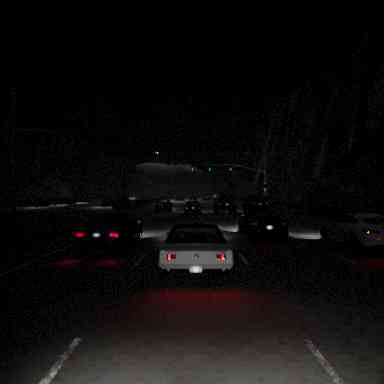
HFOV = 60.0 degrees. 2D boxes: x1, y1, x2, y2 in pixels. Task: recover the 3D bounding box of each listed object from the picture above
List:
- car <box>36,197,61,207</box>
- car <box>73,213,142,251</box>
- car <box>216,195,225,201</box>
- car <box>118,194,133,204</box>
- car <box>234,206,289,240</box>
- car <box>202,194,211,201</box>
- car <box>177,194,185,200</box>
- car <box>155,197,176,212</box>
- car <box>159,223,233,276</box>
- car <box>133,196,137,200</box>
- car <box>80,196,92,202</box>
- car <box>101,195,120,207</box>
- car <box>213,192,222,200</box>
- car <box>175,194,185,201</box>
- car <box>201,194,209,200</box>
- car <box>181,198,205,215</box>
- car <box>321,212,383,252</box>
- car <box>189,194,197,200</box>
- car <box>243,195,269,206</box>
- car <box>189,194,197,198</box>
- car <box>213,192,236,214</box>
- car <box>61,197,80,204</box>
[{"bbox_3d":[-24.491,1.636,56.190,1.882,1.535,5.008,0,0,0],"label":"car"},{"bbox_3d":[-3.401,1.600,14.344,2.033,1.411,5.357,0,0,0],"label":"car"},{"bbox_3d":[7.230,1.543,84.881,2.033,1.411,5.357,0,1,0],"label":"car"},{"bbox_3d":[-13.916,1.367,66.233,2.150,2.045,5.566,0,0,0],"label":"car"},{"bbox_3d":[3.600,1.628,17.428,1.994,1.385,4.181,0,0,0],"label":"car"},{"bbox_3d":[3.729,1.523,84.724,2.128,1.511,4.902,0,1,0],"label":"car"},{"bbox_3d":[-3.190,1.377,95.197,1.994,1.385,4.181,0,1,0],"label":"car"},{"bbox_3d":[-3.399,1.637,40.624,2.128,1.511,4.902,0,0,0],"label":"car"},{"bbox_3d":[0.101,1.639,10.461,1.895,1.301,4.718,0,0,0],"label":"car"},{"bbox_3d":[-13.836,1.610,76.412,1.812,1.442,4.674,0,0,0],"label":"car"},{"bbox_3d":[-24.340,1.642,75.944,1.994,1.385,4.181,0,0,0],"label":"car"},{"bbox_3d":[-13.991,1.665,56.138,1.837,1.490,4.892,0,0,0],"label":"car"},{"bbox_3d":[7.310,1.094,95.138,2.150,2.045,5.566,0,1,0],"label":"car"},{"bbox_3d":[-3.271,1.475,84.773,1.882,1.535,5.008,0,1,0],"label":"car"},{"bbox_3d":[3.810,1.350,95.142,2.128,1.511,4.902,0,1,0],"label":"car"},{"bbox_3d":[0.100,1.678,36.220,2.033,1.411,5.357,0,0,0],"label":"car"},{"bbox_3d":[7.091,1.577,14.068,1.812,1.442,4.674,0,0,0],"label":"car"},{"bbox_3d":[0.310,1.378,95.170,1.994,1.385,4.181,0,1,0],"label":"car"},{"bbox_3d":[7.101,1.356,37.150,2.150,2.045,5.566,0,0,0],"label":"car"},{"bbox_3d":[0.232,1.550,85.128,1.994,1.385,4.181,0,1,0],"label":"car"},{"bbox_3d":[3.601,1.355,36.946,2.150,2.045,5.566,0,0,0],"label":"car"},{"bbox_3d":[-24.419,1.746,65.871,1.895,1.301,4.718,0,0,0],"label":"car"}]
